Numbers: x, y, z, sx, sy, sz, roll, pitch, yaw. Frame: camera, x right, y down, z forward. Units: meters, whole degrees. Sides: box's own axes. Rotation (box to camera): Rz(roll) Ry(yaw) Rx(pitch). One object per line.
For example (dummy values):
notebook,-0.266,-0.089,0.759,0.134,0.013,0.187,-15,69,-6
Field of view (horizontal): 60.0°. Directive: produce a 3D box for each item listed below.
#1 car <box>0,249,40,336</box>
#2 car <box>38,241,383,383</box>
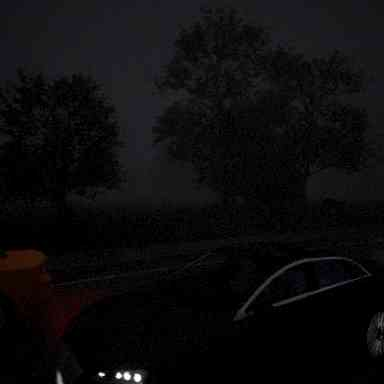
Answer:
car,-4.737,1.463,4.793,5.008,1.535,1.882,0,0,-35
car,0.841,1.486,4.405,4.902,1.511,2.128,0,0,-34
